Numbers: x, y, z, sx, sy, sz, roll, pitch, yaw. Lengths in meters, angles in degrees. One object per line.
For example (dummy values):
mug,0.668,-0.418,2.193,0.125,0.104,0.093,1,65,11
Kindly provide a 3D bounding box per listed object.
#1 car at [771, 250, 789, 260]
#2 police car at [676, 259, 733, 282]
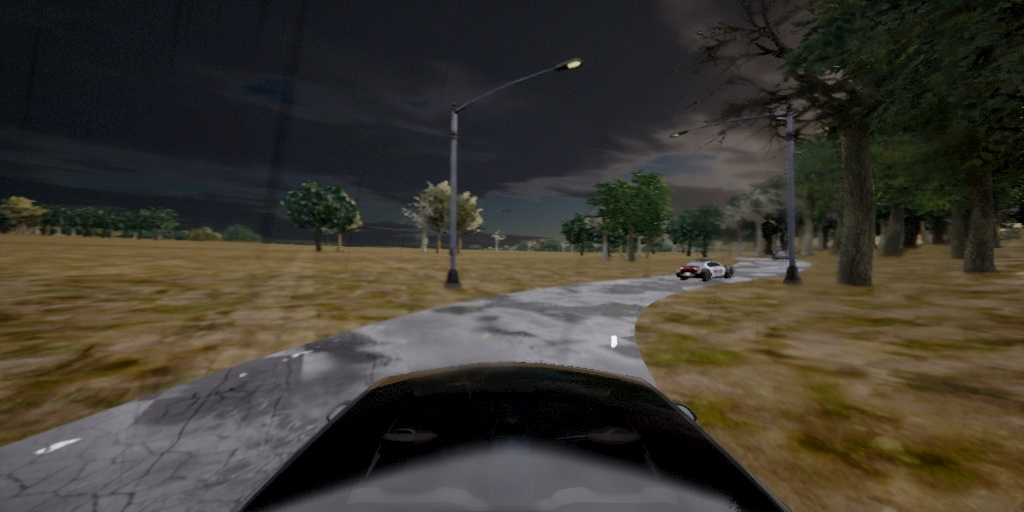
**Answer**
car,37.320,-0.091,49.555,1.994,1.385,4.181,1,2,30
police car,14.300,1.016,26.357,4.974,1.542,2.038,-2,1,-33
